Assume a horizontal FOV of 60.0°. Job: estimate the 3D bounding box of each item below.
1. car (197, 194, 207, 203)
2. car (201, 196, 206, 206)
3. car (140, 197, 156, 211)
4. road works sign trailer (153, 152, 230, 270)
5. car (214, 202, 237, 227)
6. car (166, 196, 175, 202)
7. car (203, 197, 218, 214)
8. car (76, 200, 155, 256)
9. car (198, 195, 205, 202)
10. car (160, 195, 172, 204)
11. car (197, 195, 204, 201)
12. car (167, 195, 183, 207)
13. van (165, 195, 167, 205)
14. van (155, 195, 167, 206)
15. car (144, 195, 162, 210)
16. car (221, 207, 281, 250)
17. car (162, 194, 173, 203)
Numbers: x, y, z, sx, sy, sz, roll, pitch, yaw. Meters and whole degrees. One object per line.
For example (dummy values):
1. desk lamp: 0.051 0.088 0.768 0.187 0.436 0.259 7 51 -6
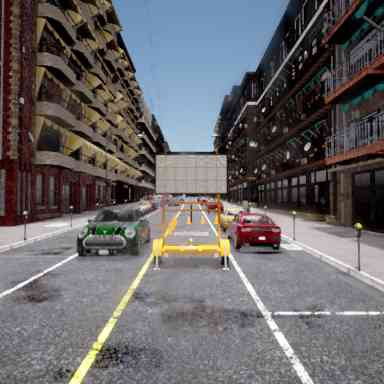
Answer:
1. car: 2.392 1.544 80.736 2.192 1.841 5.009 1 0 0
2. car: 2.500 1.629 42.020 2.008 1.369 4.403 1 0 0
3. car: -5.368 1.589 36.365 1.752 1.417 4.829 2 0 0
4. road works sign trailer: -0.022 0.475 11.027 2.380 3.560 2.880 0 0 0
5. car: 2.546 1.551 20.068 1.752 1.417 4.829 1 0 0
6. car: -5.471 1.822 86.310 1.947 1.339 4.313 1 0 0
7. car: 2.512 1.609 36.488 1.887 1.381 4.507 1 0 0
8. car: -2.876 1.366 13.055 2.097 1.767 4.553 0 0 0
9. car: 2.467 1.678 58.612 1.887 1.381 4.507 1 0 0
10. car: -5.431 1.494 69.719 2.192 1.841 5.009 1 0 0
11. car: 2.366 1.726 91.799 1.967 1.590 4.097 1 0 0
12. car: -2.954 1.663 53.944 2.033 1.411 5.357 0 0 0
13. van: -5.397 1.454 53.126 1.690 1.788 3.998 2 0 0
14. van: -5.409 1.475 58.658 1.690 1.788 3.998 1 0 0
15. car: -5.374 1.394 42.067 2.192 1.841 5.009 2 0 0
16. car: 2.557 1.561 14.366 1.887 1.381 4.507 1 0 0
17. car: -5.442 1.518 75.248 2.192 1.841 5.009 1 0 0
